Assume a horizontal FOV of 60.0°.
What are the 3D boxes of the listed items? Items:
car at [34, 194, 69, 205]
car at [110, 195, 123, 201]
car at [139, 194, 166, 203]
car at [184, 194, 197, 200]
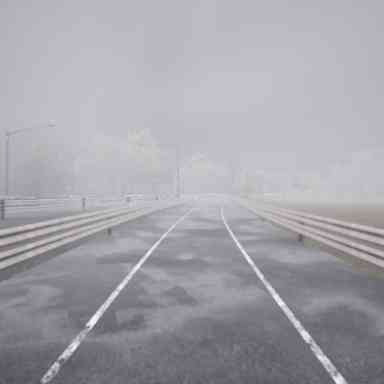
[{"bbox_3d":[-17.272,1.050,41.286,2.097,1.767,4.553,0,0,15],"label":"car"},{"bbox_3d":[-14.257,1.302,65.141,1.994,1.385,4.181,0,0,16],"label":"car"},{"bbox_3d":[-7.450,1.280,63.434,2.033,1.411,5.357,0,0,17],"label":"car"},{"bbox_3d":[-0.997,1.268,84.237,1.837,1.490,4.892,0,0,18],"label":"car"}]
